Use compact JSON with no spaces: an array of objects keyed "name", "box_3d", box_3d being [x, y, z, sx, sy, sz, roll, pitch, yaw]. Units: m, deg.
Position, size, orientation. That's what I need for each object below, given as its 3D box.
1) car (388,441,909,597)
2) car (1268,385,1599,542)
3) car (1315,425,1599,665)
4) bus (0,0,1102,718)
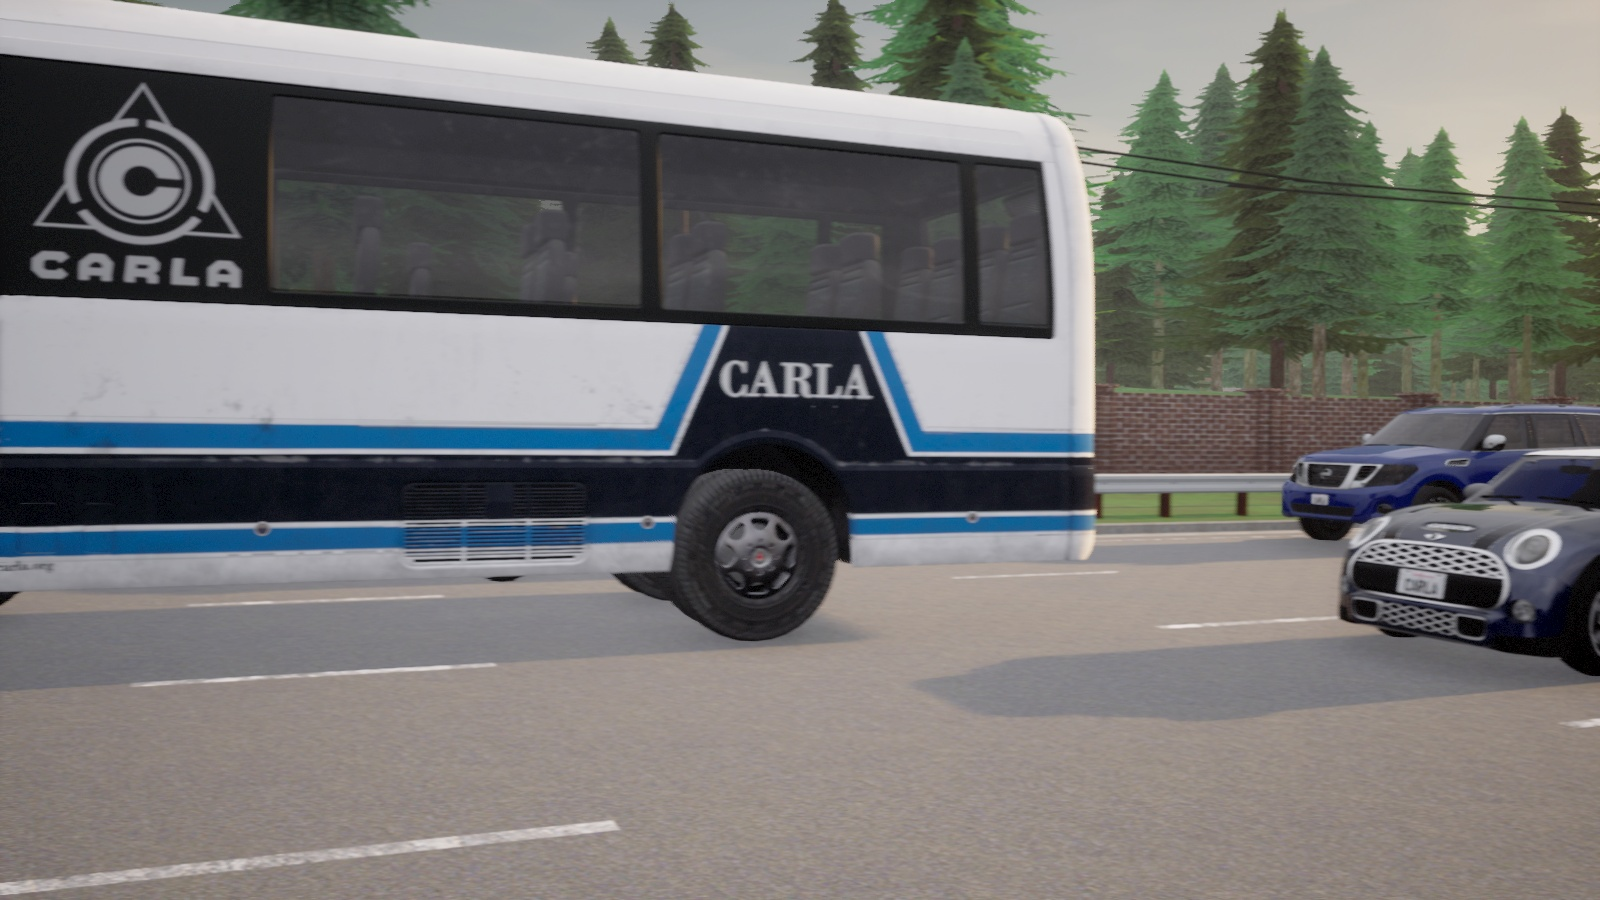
[{"name":"car","box_3d":[-1.670,0.644,13.881,5.357,1.411,2.033,-1,1,-21]},{"name":"car","box_3d":[9.818,0.125,18.328,5.566,2.045,2.150,-1,1,-21]},{"name":"car","box_3d":[6.075,0.552,9.374,3.806,1.475,1.970,-1,1,-21]},{"name":"bus","box_3d":[-3.222,-0.695,9.510,10.273,4.253,3.944,-1,1,-21]}]
